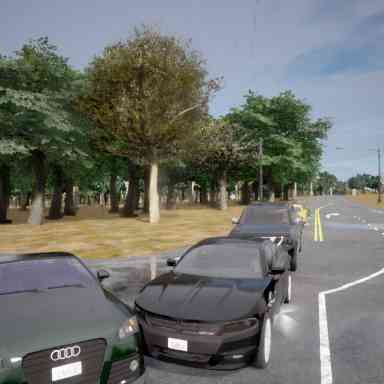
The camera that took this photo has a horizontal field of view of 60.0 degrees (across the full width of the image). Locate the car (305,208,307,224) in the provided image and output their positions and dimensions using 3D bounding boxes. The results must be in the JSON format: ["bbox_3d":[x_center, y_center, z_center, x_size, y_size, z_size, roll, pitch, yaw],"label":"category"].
[{"bbox_3d":[5.084,1.774,18.309,1.895,1.301,4.718,-1,0,21],"label":"car"}]

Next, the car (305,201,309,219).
[{"bbox_3d":[7.233,1.664,24.063,1.882,1.535,5.008,-1,0,21],"label":"car"}]

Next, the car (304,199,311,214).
[{"bbox_3d":[11.319,1.563,34.943,2.097,1.767,4.553,-1,0,21],"label":"car"}]

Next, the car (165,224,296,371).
[{"bbox_3d":[0.737,1.613,6.264,1.882,1.535,5.008,-1,-2,21],"label":"car"}]

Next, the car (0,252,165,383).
[{"bbox_3d":[-2.309,1.643,4.967,1.994,1.385,4.181,2,-2,-33],"label":"car"}]

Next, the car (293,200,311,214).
[{"bbox_3d":[13.314,1.748,40.153,1.812,1.442,4.674,-1,0,21],"label":"car"}]

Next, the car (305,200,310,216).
[{"bbox_3d":[9.291,1.724,29.568,1.812,1.442,4.674,-1,0,21],"label":"car"}]

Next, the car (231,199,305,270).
[{"bbox_3d":[2.857,1.459,12.405,2.150,2.045,5.566,-2,0,21],"label":"car"}]
